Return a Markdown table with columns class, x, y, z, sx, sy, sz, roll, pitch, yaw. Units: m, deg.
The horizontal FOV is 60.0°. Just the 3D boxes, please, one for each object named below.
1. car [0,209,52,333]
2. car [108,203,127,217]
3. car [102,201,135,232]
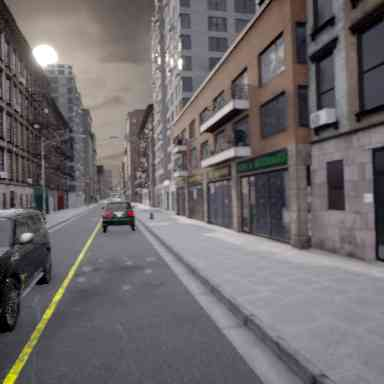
| class | x | y | z | sx | sy | sz | roll | pitch | yaw |
| --- | --- | --- | --- | --- | --- | --- | --- | --- | --- |
| car | -4.570 | 1.441 | 7.266 | 2.150 | 2.045 | 5.566 | -2 | -1 | -13 |
| car | -9.267 | 2.191 | 41.196 | 2.128 | 1.511 | 4.902 | -2 | 0 | -13 |
| car | -5.301 | 1.638 | 24.048 | 2.150 | 2.045 | 5.566 | -2 | 0 | -13 |
